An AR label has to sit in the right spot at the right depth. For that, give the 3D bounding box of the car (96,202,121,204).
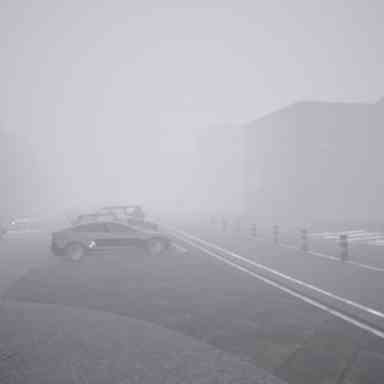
[{"bbox_3d":[-11.704,2.702,46.048,4.553,1.767,2.185,-2,0,-15],"label":"car"}]

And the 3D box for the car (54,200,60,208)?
[{"bbox_3d":[-32.048,3.171,72.374,5.008,1.535,2.097,-2,1,-15],"label":"car"}]

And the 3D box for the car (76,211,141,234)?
[{"bbox_3d":[-6.758,2.429,27.185,4.892,1.521,2.231,-2,-1,-15],"label":"car"}]

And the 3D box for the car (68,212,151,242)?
[{"bbox_3d":[-5.357,2.225,21.784,5.008,1.535,2.097,-2,-2,-15],"label":"car"}]

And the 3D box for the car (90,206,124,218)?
[{"bbox_3d":[-12.374,2.888,48.753,4.674,1.452,2.002,-2,0,-15],"label":"car"}]

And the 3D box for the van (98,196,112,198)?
[{"bbox_3d":[-19.519,2.539,75.671,4.442,1.987,1.878,-2,1,-15],"label":"van"}]

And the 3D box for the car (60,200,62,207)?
[{"bbox_3d":[-32.752,3.155,75.068,4.892,1.521,2.231,-2,1,-15],"label":"car"}]

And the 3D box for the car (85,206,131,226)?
[{"bbox_3d":[-8.839,2.526,35.282,4.553,1.767,2.185,-2,-1,-15],"label":"car"}]

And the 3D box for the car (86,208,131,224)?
[{"bbox_3d":[-9.537,2.737,37.978,4.792,1.488,2.163,-2,-1,-15],"label":"car"}]

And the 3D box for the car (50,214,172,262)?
[{"bbox_3d":[-3.240,1.893,13.714,4.792,1.488,2.163,-2,-2,-15],"label":"car"}]

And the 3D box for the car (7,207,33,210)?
[{"bbox_3d":[-24.986,3.256,45.290,5.008,1.535,2.097,-2,0,-15],"label":"car"}]

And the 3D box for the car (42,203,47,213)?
[{"bbox_3d":[-27.789,3.263,56.088,5.008,1.535,2.097,-2,1,-15],"label":"car"}]

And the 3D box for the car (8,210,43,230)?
[{"bbox_3d":[-16.925,2.969,34.008,1.812,1.442,4.674,-2,-1,-14],"label":"car"}]

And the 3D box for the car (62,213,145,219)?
[{"bbox_3d":[-3.994,2.017,16.391,4.792,1.488,2.163,-2,-2,-15],"label":"car"}]

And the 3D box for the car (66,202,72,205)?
[{"bbox_3d":[-17.819,2.878,51.643,2.097,1.767,4.553,-2,0,-15],"label":"car"}]

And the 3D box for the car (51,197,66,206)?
[{"bbox_3d":[-34.132,2.869,80.464,5.566,2.045,2.435,-2,1,-15],"label":"car"}]

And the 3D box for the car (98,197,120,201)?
[{"bbox_3d":[-15.922,2.588,62.227,5.566,2.045,2.435,-2,1,-15],"label":"car"}]

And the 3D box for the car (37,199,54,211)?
[{"bbox_3d":[-29.211,2.981,61.600,5.566,2.045,2.435,-2,1,-15],"label":"car"}]

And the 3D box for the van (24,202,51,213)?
[{"bbox_3d":[-29.828,2.988,64.317,4.442,1.987,1.878,-2,1,-15],"label":"van"}]

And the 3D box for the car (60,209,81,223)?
[{"bbox_3d":[-15.469,3.009,42.653,2.033,1.411,5.357,-2,0,-15],"label":"car"}]

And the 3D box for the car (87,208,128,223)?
[{"bbox_3d":[-10.295,2.787,40.660,4.792,1.488,2.163,-2,0,-15],"label":"car"}]

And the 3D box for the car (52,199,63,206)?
[{"bbox_3d":[-33.475,3.168,77.756,4.792,1.488,2.163,-2,1,-15],"label":"car"}]

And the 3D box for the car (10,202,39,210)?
[{"bbox_3d":[-25.719,3.020,47.982,5.566,2.045,2.435,-2,0,-15],"label":"car"}]

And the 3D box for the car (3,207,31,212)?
[{"bbox_3d":[-24.098,3.225,42.639,5.366,1.575,1.946,-2,0,-15],"label":"car"}]

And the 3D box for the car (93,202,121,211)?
[{"bbox_3d":[-16.585,2.823,64.932,5.008,1.535,2.097,-2,1,-15],"label":"car"}]

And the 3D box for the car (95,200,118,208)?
[{"bbox_3d":[-20.108,2.744,78.395,5.008,1.535,2.097,-2,1,-15],"label":"car"}]

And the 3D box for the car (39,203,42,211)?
[{"bbox_3d":[-27.125,3.150,53.382,4.553,1.767,2.185,-2,0,-15],"label":"car"}]

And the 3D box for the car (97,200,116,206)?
[{"bbox_3d":[-21.509,2.752,83.783,4.674,1.452,2.002,-2,1,-15],"label":"car"}]

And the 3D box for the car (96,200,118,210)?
[{"bbox_3d":[-17.937,2.667,70.202,4.553,1.767,2.185,-2,1,-15],"label":"car"}]

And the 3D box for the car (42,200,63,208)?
[{"bbox_3d":[-34.828,2.976,83.160,4.553,1.767,2.185,-2,1,-15],"label":"car"}]

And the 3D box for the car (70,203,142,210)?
[{"bbox_3d":[-6.101,2.081,24.484,5.566,2.045,2.435,-2,-2,-15],"label":"car"}]

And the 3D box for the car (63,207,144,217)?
[{"bbox_3d":[-4.701,1.985,19.091,4.553,1.767,2.185,-2,-2,-15],"label":"car"}]

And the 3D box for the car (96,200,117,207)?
[{"bbox_3d":[-20.800,2.728,81.091,5.008,1.535,2.097,-2,1,-15],"label":"car"}]

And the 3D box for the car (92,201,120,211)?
[{"bbox_3d":[-17.472,2.810,67.577,5.366,1.575,1.946,-2,1,-15],"label":"car"}]

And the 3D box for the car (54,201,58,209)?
[{"bbox_3d":[-31.341,3.227,69.680,4.674,1.452,2.002,-2,1,-15],"label":"car"}]

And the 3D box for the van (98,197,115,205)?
[{"bbox_3d":[-23.492,2.428,91.828,4.442,1.987,1.878,-2,1,-15],"label":"van"}]

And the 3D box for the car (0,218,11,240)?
[{"bbox_3d":[-13.787,2.686,21.889,1.895,1.301,4.718,-2,-2,-15],"label":"car"}]

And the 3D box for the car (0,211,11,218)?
[{"bbox_3d":[-22.198,3.118,34.625,4.892,1.521,2.231,-2,-1,-15],"label":"car"}]

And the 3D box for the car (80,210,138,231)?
[{"bbox_3d":[-7.432,2.543,29.879,4.792,1.488,2.163,-2,-1,-15],"label":"car"}]

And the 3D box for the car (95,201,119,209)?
[{"bbox_3d":[-18.703,2.778,73.008,4.892,1.521,2.231,-2,1,-15],"label":"car"}]

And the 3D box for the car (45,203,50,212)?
[{"bbox_3d":[-28.707,3.251,58.854,5.366,1.575,1.946,-2,1,-15],"label":"car"}]
